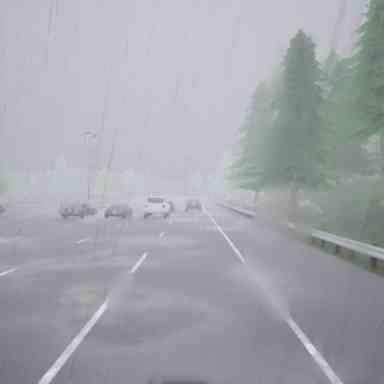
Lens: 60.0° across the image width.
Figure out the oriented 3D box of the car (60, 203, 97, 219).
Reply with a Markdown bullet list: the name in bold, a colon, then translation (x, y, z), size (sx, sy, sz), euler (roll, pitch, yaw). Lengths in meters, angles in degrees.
- **car**: translation (-10.376, 1.686, 30.769), size (2.033, 1.411, 5.357), euler (0, 0, 1)

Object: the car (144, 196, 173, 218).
- **car**: translation (-3.346, 1.434, 32.668), size (2.150, 2.045, 5.566), euler (0, 0, 0)

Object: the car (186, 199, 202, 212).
- **car**: translation (0.223, 1.683, 45.140), size (2.097, 1.767, 4.553), euler (0, -1, 1)

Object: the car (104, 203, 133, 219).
- **car**: translation (-6.867, 1.738, 31.544), size (1.994, 1.385, 4.181), euler (0, 0, 1)

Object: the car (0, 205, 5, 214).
- **car**: translation (-20.876, 1.657, 33.743), size (1.994, 1.385, 4.181), euler (0, 0, 0)

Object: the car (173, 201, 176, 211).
- **car**: translation (-3.277, 1.781, 45.324), size (1.882, 1.535, 5.008), euler (0, 0, 1)
